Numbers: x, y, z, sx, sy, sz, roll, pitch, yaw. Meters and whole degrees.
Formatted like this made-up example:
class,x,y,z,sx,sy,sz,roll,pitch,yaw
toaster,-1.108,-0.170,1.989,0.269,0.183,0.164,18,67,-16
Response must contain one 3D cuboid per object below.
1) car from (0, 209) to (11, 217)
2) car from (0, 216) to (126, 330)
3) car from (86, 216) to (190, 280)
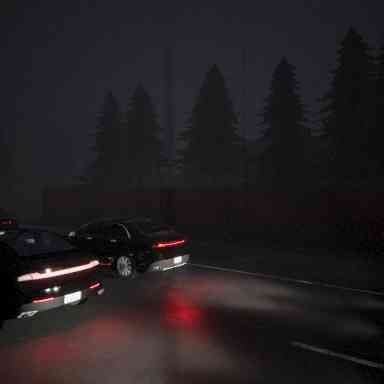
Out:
class,x,y,z,sx,sy,sz,roll,pitch,yaw
car,-9.971,1.505,15.473,4.892,1.490,1.837,0,0,36
car,-3.899,1.492,6.799,4.902,1.511,2.128,0,0,36
car,-2.331,1.505,9.984,4.892,1.490,1.837,0,0,36
